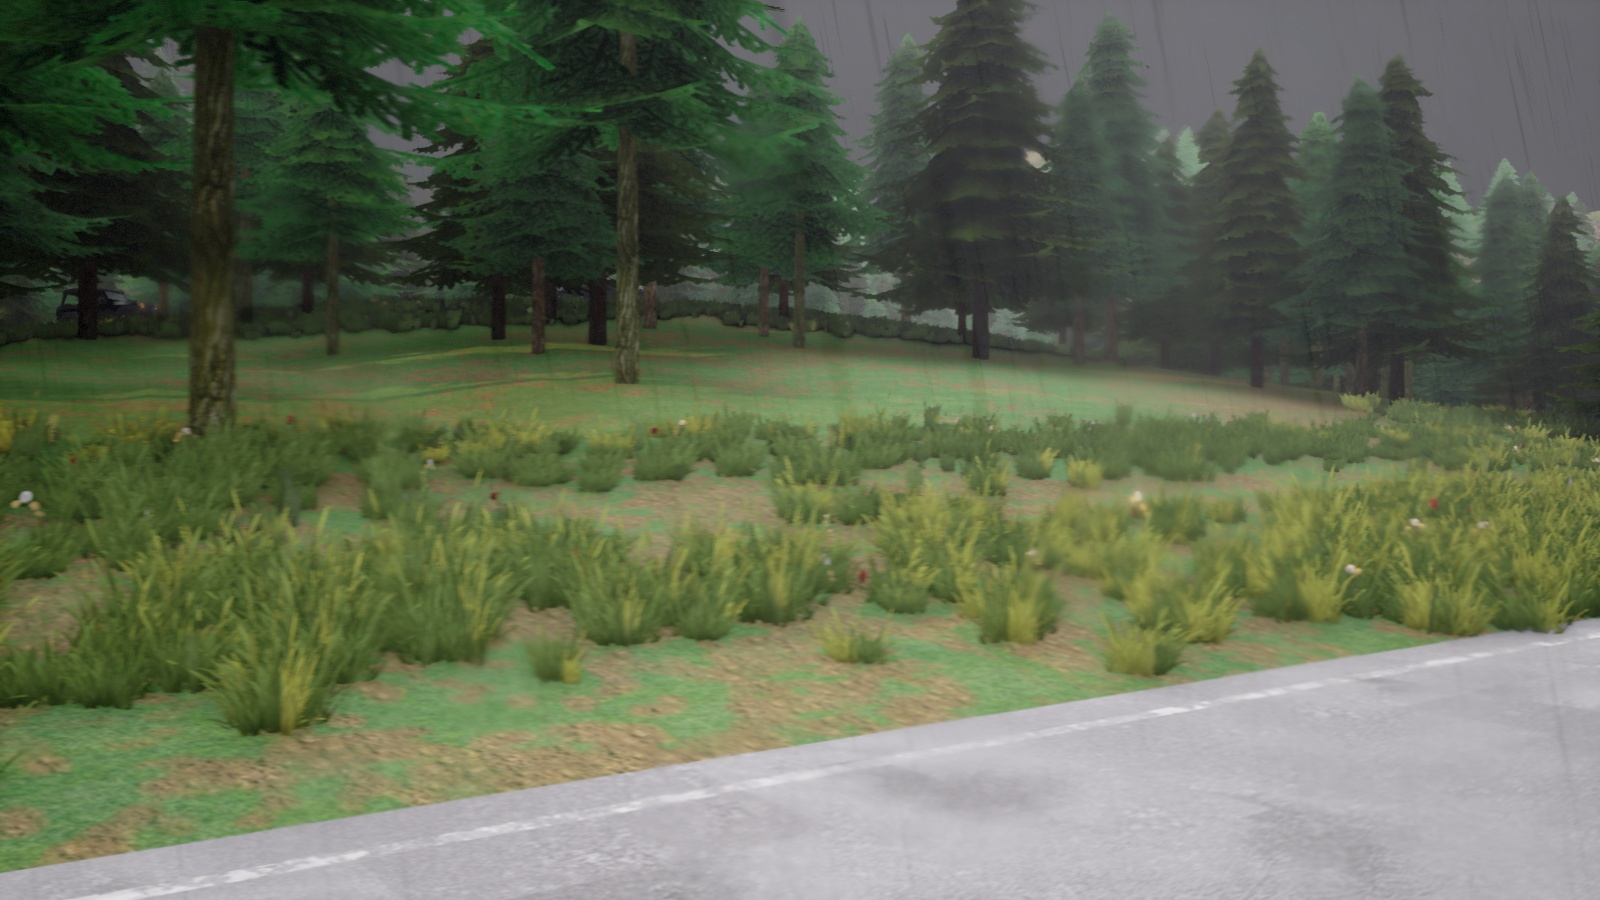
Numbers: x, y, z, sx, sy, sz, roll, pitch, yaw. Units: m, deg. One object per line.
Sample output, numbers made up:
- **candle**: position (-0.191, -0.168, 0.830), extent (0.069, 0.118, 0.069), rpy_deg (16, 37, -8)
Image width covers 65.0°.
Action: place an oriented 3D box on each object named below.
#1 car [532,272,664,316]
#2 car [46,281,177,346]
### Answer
- **car**: position (-8.127, -6.253, 50.563), extent (4.892, 1.490, 1.837), rpy_deg (-2, 1, -23)
- **car**: position (-26.170, -5.169, 47.780), extent (3.866, 1.878, 1.905), rpy_deg (-5, -1, 8)
